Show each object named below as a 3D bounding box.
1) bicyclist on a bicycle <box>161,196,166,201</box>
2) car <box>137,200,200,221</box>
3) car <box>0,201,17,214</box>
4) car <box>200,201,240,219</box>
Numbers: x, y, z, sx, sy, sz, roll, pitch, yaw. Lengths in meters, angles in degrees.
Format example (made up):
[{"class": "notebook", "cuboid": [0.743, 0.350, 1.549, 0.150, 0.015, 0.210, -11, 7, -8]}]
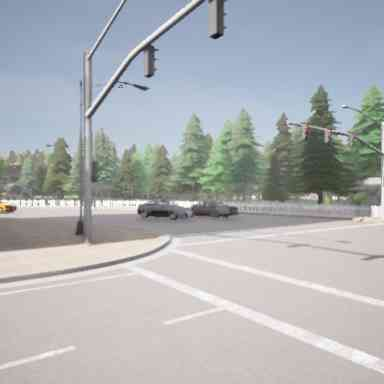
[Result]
[{"class": "bicyclist on a bicycle", "cuboid": [-3.483, 1.256, 40.378, 0.582, 1.620, 1.656, 0, 0, 26]}, {"class": "car", "cuboid": [-2.184, 1.440, 26.449, 4.902, 1.511, 2.128, 1, 0, 35]}, {"class": "car", "cuboid": [-20.526, 1.425, 33.977, 5.008, 1.535, 1.882, 0, 0, 6]}, {"class": "car", "cuboid": [1.406, 1.501, 28.553, 5.357, 1.411, 2.033, 0, 0, 38]}]
